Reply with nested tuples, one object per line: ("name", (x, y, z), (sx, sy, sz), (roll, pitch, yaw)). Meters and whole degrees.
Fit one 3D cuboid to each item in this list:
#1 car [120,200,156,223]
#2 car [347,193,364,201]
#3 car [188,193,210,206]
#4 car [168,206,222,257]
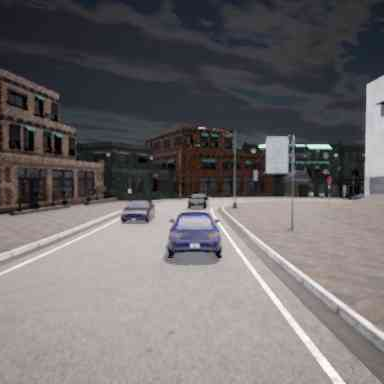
("car", (-3.619, 1.259, 23.310), (2.033, 1.411, 5.357), (0, 2, 0))
("car", (28.746, 0.842, 56.488), (4.181, 1.385, 1.994), (2, 2, 0))
("car", (0.799, 0.876, 34.980), (2.128, 1.511, 4.902), (0, 2, 8))
("car", (0.098, 1.486, 12.725), (1.812, 1.442, 4.674), (0, 1, 0))
